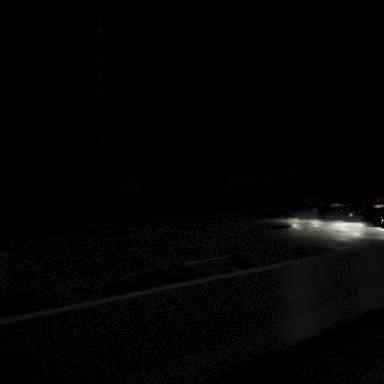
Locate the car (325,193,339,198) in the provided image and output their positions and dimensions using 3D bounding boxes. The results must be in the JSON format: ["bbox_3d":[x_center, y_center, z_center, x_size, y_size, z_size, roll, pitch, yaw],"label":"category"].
[{"bbox_3d":[27.535,1.220,65.785,2.150,2.045,5.566,0,0,13],"label":"car"}]

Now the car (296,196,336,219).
[{"bbox_3d":[10.636,1.419,28.861,1.882,1.535,5.008,0,0,38],"label":"car"}]

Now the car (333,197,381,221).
[{"bbox_3d":[13.294,1.425,26.609,2.128,1.511,4.902,0,0,38],"label":"car"}]

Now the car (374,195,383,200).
[{"bbox_3d":[32.845,1.315,57.773,2.097,1.767,4.553,0,0,16],"label":"car"}]

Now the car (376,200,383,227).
[{"bbox_3d":[13.671,1.436,21.541,1.837,1.490,4.892,0,0,40],"label":"car"}]
